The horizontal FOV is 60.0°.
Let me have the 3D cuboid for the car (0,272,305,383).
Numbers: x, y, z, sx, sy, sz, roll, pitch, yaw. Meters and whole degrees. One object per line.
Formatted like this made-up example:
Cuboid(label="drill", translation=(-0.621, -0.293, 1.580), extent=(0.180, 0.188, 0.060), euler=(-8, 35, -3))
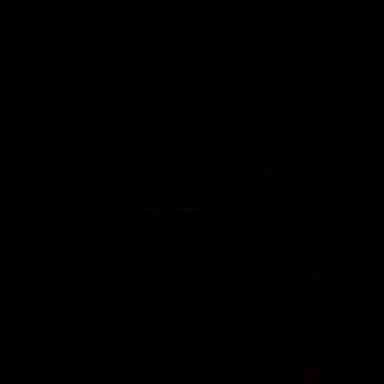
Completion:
Cuboid(label="car", translation=(-1.273, 1.478, 2.449), extent=(5.008, 1.535, 1.882), euler=(0, 0, -35))
